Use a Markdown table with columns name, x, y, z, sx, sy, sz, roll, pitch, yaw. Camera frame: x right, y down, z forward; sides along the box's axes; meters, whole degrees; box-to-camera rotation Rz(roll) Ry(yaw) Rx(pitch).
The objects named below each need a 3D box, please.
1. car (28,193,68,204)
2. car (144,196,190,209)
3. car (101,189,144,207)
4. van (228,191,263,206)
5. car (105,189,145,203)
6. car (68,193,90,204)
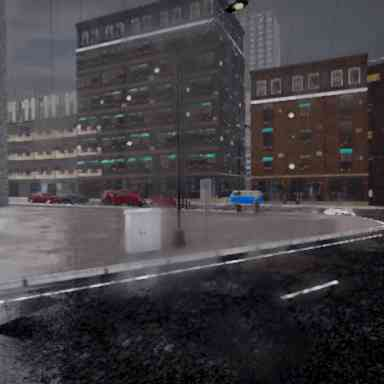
| name | x | y | z | sx | sy | sz | roll | pitch | yaw |
| --- | --- | --- | --- | --- | --- | --- | --- | --- | --- |
| car | -17.748 | 0.777 | 40.212 | 4.507 | 1.381 | 1.887 | 1 | 0 | 23 |
| car | -2.241 | 1.024 | 33.488 | 4.206 | 1.307 | 1.802 | 1 | 0 | 23 |
| car | -7.404 | 0.688 | 35.729 | 5.009 | 1.841 | 2.192 | 1 | 0 | 23 |
| van | 6.357 | 0.751 | 38.896 | 3.998 | 1.788 | 1.690 | 1 | 0 | 23 |
| car | -9.144 | 0.518 | 45.616 | 5.009 | 1.841 | 2.192 | 1 | 0 | 23 |
| car | -14.994 | 0.788 | 41.842 | 4.181 | 1.385 | 1.994 | 1 | 1 | 24 |
